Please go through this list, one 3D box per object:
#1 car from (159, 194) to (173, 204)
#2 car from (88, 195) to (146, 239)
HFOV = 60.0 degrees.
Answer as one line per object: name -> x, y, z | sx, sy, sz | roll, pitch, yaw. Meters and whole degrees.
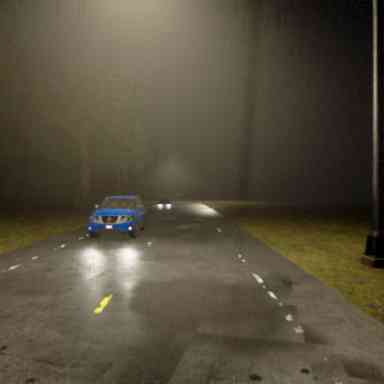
car -> -4.863, 1.518, 59.658 | 1.895, 1.301, 4.718 | 0, 0, -2
car -> -3.735, 1.198, 17.570 | 2.150, 2.045, 5.566 | 0, 0, -1
